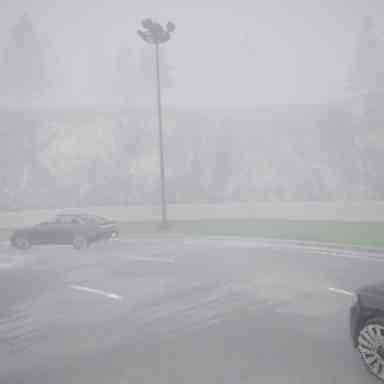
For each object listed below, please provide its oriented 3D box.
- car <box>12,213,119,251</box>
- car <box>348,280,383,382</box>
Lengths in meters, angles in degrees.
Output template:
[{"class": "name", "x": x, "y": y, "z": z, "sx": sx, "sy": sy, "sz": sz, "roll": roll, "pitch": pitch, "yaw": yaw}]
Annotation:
[{"class": "car", "x": -5.715, "y": 1.736, "z": 14.946, "sx": 4.902, "sy": 1.511, "sz": 2.128, "roll": -3, "pitch": 0, "yaw": 15}, {"class": "car", "x": 3.293, "y": 1.347, "z": 2.482, "sx": 2.128, "sy": 1.511, "sz": 4.902, "roll": -2, "pitch": 0, "yaw": -12}]
